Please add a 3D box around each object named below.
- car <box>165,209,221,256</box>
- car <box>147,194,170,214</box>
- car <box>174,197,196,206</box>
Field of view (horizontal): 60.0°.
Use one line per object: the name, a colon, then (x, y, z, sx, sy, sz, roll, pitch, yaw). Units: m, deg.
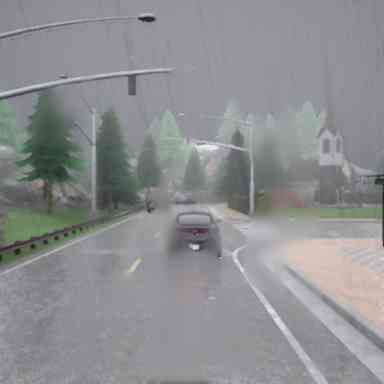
car: (0.090, 1.507, 13.077, 1.837, 1.490, 4.892, 0, 0, 0)
car: (-3.608, 1.231, 36.630, 2.150, 2.045, 5.566, 0, 0, 0)
car: (-1.067, 1.562, 56.999, 2.033, 1.411, 5.357, 0, 0, 26)
